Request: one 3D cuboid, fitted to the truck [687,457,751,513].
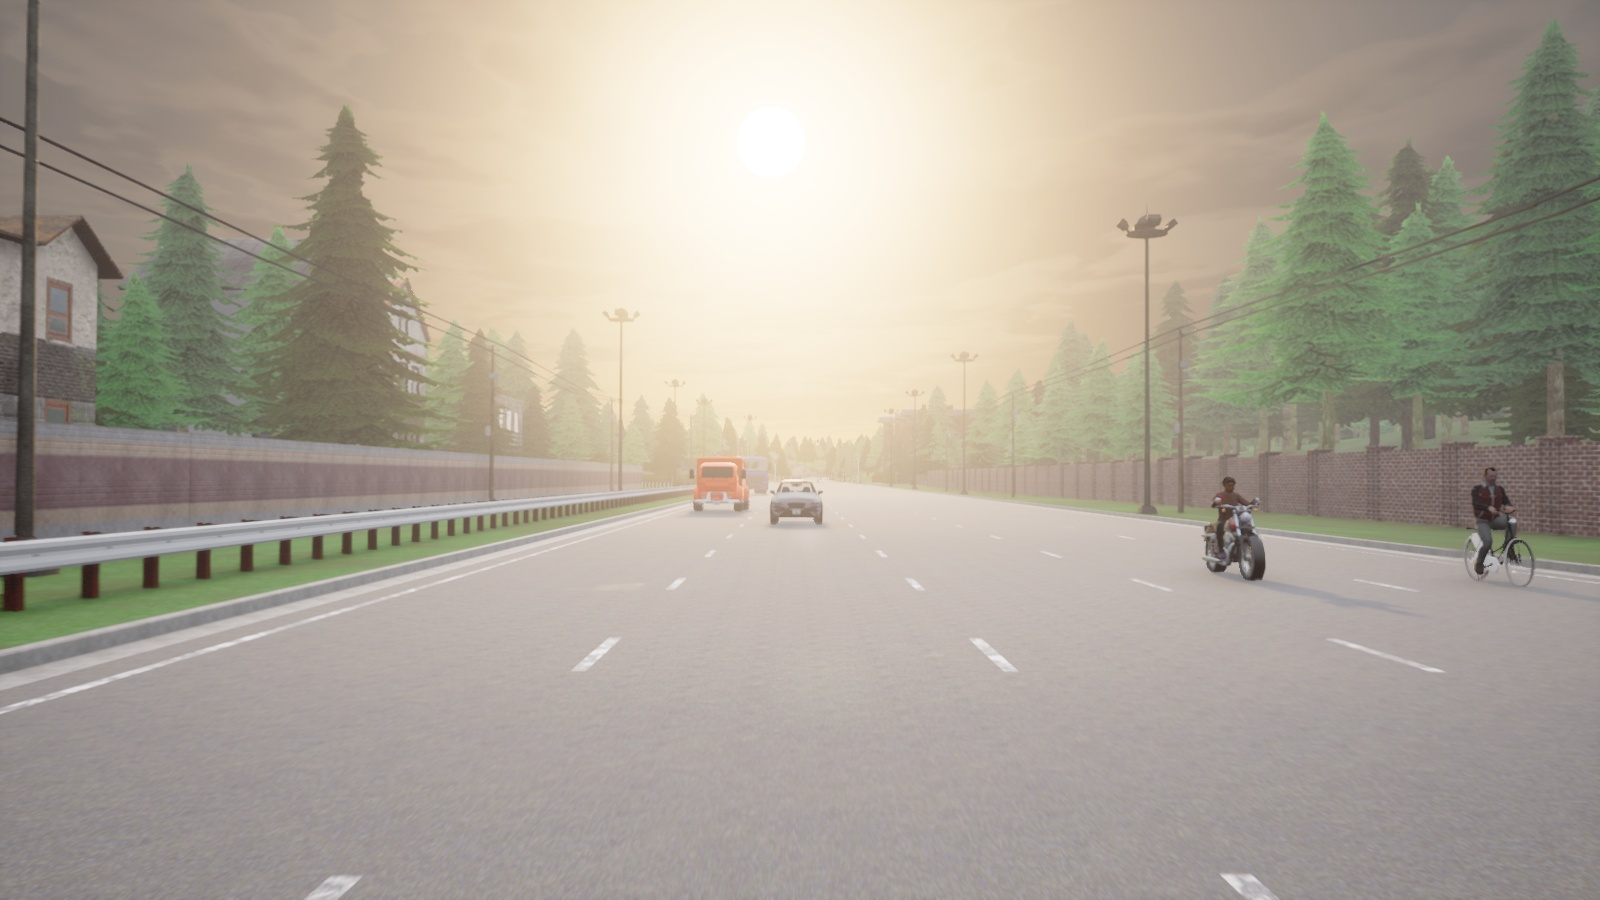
[{"bbox_3d":[-3.646,1.599,57.537,2.627,2.467,5.204,0,-1,0],"label":"truck"}]

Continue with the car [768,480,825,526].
[{"bbox_3d":[-0.106,1.753,42.323,1.816,1.474,4.193,0,-1,0],"label":"car"}]

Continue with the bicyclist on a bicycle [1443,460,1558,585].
[{"bbox_3d":[10.452,1.059,18.805,0.659,1.776,1.843,0,-1,0],"label":"bicyclist on a bicycle"}]

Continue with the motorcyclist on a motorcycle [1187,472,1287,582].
[{"bbox_3d":[6.953,1.181,20.118,0.766,1.649,2.350,0,-1,0],"label":"motorcyclist on a motorcycle"}]
